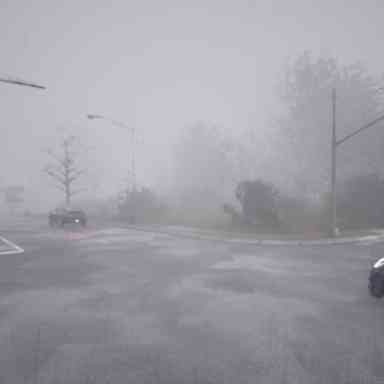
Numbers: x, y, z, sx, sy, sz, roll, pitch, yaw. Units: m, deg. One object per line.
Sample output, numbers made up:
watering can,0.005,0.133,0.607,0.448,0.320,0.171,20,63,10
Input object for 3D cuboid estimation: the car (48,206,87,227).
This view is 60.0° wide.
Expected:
car,-9.633,1.891,25.539,1.837,1.490,4.892,1,-3,-38

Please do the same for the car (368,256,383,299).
car,5.612,1.407,5.691,2.097,1.767,4.553,1,0,-38
